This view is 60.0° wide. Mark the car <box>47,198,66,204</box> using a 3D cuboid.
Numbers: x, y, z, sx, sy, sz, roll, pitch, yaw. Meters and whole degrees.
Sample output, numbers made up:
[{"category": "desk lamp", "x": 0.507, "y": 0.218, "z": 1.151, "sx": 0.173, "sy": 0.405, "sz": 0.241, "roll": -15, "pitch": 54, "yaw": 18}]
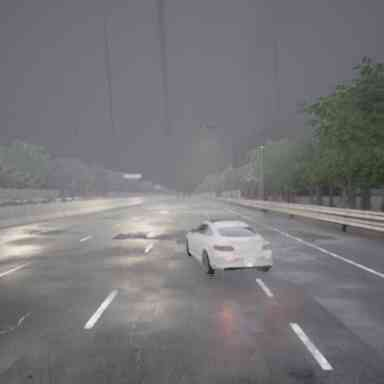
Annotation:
[{"category": "car", "x": -24.818, "y": 1.899, "z": 62.250, "sx": 1.812, "sy": 1.442, "sz": 4.674, "roll": 0, "pitch": 0, "yaw": 0}]

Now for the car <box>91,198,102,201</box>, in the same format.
[{"category": "car", "x": -17.829, "y": 1.901, "z": 62.331, "sx": 1.812, "sy": 1.442, "sz": 4.674, "roll": 0, "pitch": 0, "yaw": 0}]

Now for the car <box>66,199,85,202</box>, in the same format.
[{"category": "car", "x": -21.321, "y": 1.975, "z": 62.273, "sx": 1.895, "sy": 1.301, "sz": 4.718, "roll": 0, "pitch": 0, "yaw": 0}]

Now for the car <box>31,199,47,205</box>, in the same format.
[{"category": "car", "x": -28.312, "y": 1.927, "z": 62.206, "sx": 1.994, "sy": 1.385, "sz": 4.181, "roll": 0, "pitch": 0, "yaw": 0}]

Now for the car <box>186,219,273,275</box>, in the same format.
[{"category": "car", "x": 1.003, "y": 1.598, "z": 10.621, "sx": 1.812, "sy": 1.442, "sz": 4.674, "roll": 0, "pitch": -1, "yaw": -11}]
